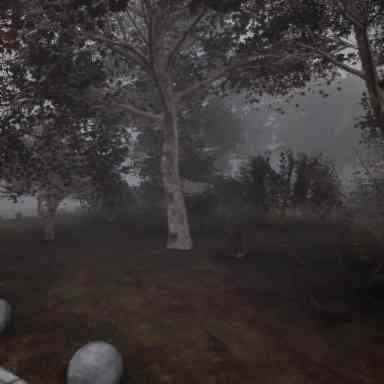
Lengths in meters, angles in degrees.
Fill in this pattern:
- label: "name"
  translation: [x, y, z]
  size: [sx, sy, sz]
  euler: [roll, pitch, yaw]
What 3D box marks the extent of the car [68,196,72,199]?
- label: "car"
  translation: [-20.690, 0.851, 61.579]
  size: [1.946, 1.575, 5.366]
  euler: [-1, 3, 32]
